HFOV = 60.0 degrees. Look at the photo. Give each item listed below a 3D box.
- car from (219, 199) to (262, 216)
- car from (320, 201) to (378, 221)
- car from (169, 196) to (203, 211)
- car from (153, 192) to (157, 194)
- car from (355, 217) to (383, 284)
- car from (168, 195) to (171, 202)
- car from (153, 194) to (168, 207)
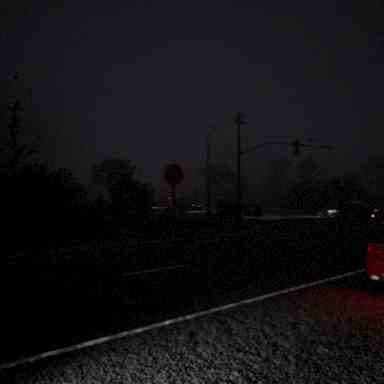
[{"bbox_3d":[4.751,1.463,33.007,1.882,1.535,5.008,0,0,-33],"label":"car"},{"bbox_3d":[12.549,1.491,26.949,1.837,1.490,4.892,4,-1,-22],"label":"car"},{"bbox_3d":[-0.516,1.482,41.363,1.837,1.490,4.892,0,0,-32],"label":"car"},{"bbox_3d":[-7.956,1.006,59.966,2.150,2.045,5.566,0,1,-33],"label":"car"},{"bbox_3d":[6.283,1.471,8.425,5.008,1.535,1.882,0,0,-38],"label":"car"},{"bbox_3d":[-5.049,1.272,61.939,2.128,1.511,4.902,0,1,-33],"label":"car"},{"bbox_3d":[-5.842,1.440,49.791,1.812,1.442,4.674,0,1,-32],"label":"car"}]
